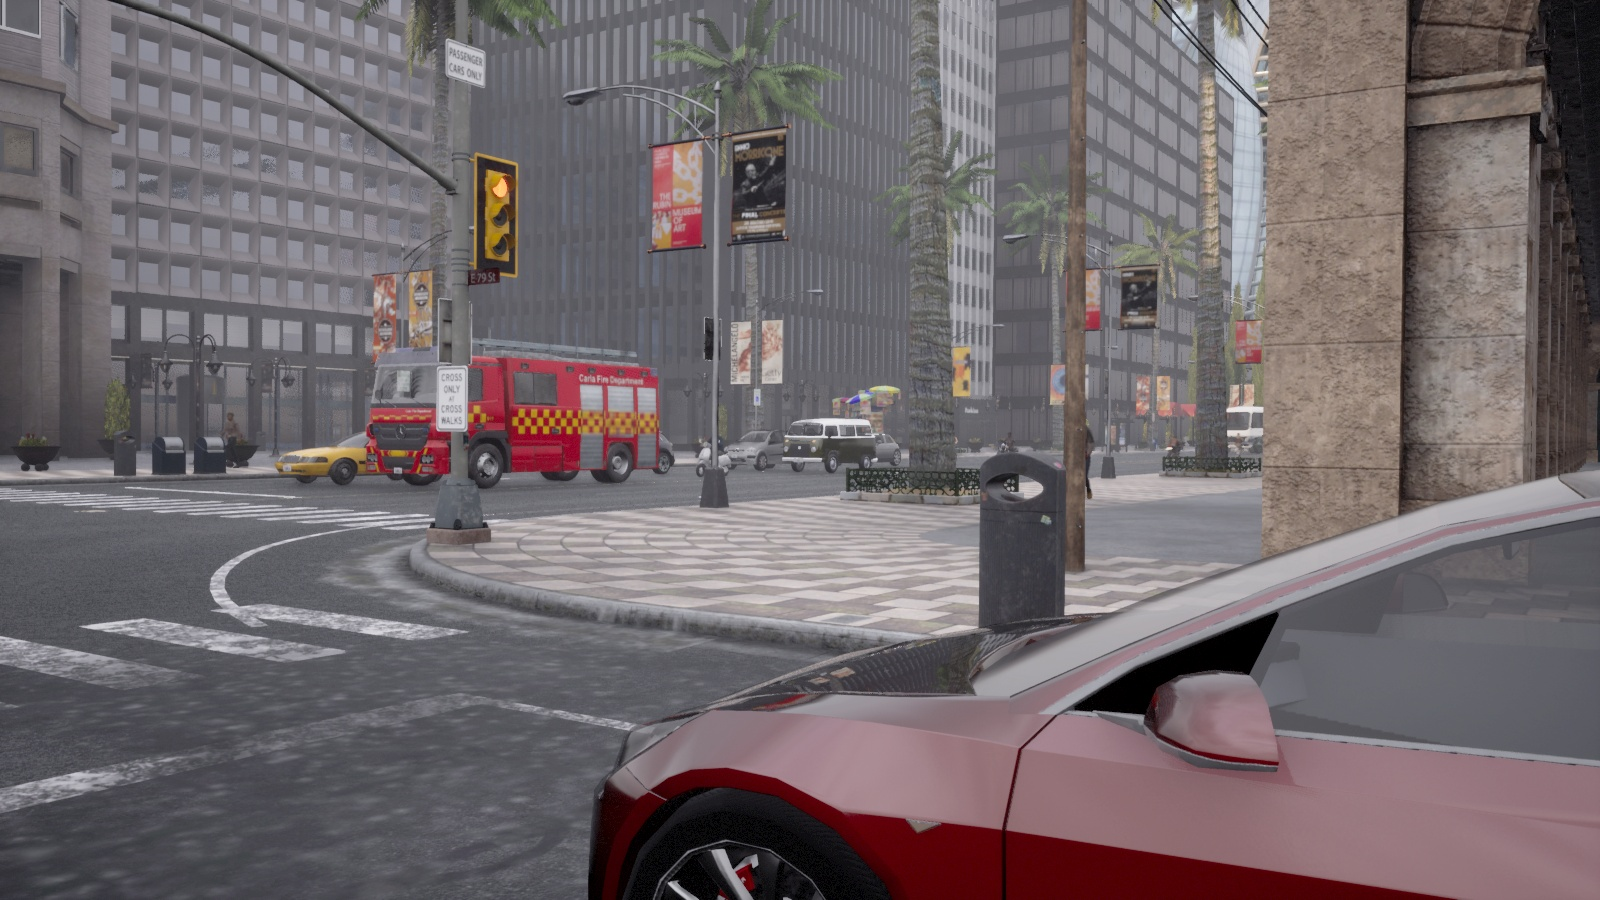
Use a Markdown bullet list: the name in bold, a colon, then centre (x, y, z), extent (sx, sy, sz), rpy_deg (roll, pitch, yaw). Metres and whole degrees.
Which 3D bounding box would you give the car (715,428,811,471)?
- **car**: centre (-1.431, -0.042, 50.141), extent (1.851, 1.617, 3.988), rpy_deg (0, 1, 33)

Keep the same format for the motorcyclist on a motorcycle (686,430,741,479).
- **motorcyclist on a motorcycle**: centre (-2.858, 0.142, 41.631), extent (0.866, 1.590, 1.817), rpy_deg (0, 1, 33)

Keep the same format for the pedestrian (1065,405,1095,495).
- **pedestrian**: centre (5.725, -0.014, 25.643), extent (0.328, 1.805, 0.869), rpy_deg (0, 1, 31)

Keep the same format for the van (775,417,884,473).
- **van**: centre (1.180, -0.208, 47.746), extent (2.069, 2.038, 4.480), rpy_deg (0, 1, 33)

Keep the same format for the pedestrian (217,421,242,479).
- **pedestrian**: centre (-18.252, 0.004, 40.210), extent (0.331, 1.846, 0.634), rpy_deg (0, 1, 27)

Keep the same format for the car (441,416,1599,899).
- **car**: centre (1.787, 0.681, 2.457), extent (4.792, 1.488, 2.163), rpy_deg (0, 1, 33)

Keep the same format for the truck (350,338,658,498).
- **truck**: centre (-7.730, -0.831, 34.274), extent (2.891, 3.827, 8.468), rpy_deg (0, 1, 33)

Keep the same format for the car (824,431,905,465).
- **car**: centre (2.949, -0.105, 56.751), extent (1.970, 1.475, 3.806), rpy_deg (0, 1, 33)

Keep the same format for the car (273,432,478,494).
- **car**: centre (-11.593, 0.301, 34.719), extent (1.801, 1.575, 5.366), rpy_deg (0, 1, 34)

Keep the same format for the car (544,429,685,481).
- **car**: centre (-6.252, 0.133, 42.845), extent (2.033, 1.649, 4.856), rpy_deg (0, 1, 34)
